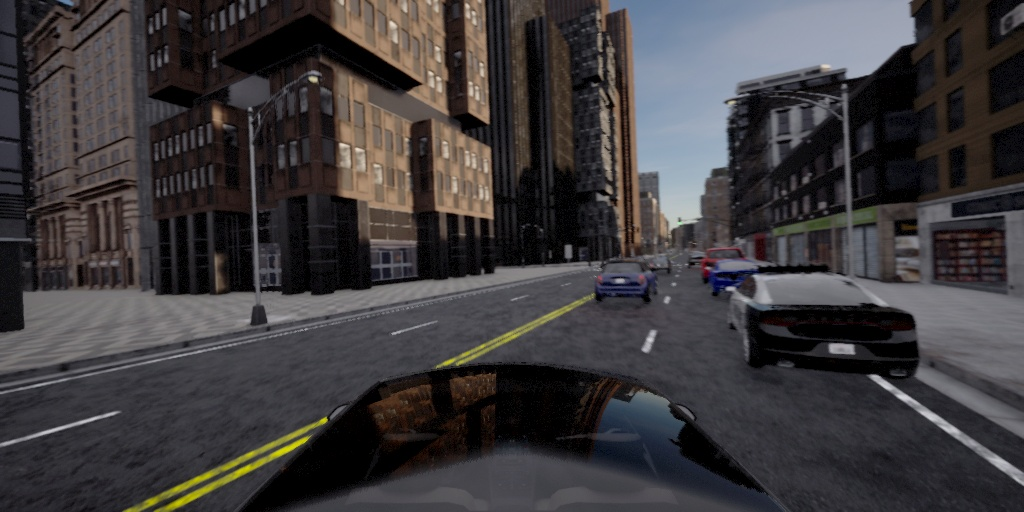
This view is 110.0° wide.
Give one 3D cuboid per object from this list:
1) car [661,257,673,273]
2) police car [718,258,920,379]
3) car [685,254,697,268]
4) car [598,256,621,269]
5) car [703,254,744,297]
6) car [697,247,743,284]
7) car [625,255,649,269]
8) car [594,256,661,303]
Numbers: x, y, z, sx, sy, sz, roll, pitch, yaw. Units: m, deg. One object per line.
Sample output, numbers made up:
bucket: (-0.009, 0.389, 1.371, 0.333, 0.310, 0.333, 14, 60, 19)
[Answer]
car: (13.887, 0.815, 33.546, 2.033, 1.411, 5.357, -2, 0, 26)
police car: (5.451, 0.973, 7.028, 1.930, 1.638, 5.238, -2, 0, 26)
car: (20.384, 0.536, 39.601, 1.837, 1.490, 4.892, -2, 0, 26)
car: (12.596, 0.848, 45.959, 1.837, 1.490, 4.892, -2, -1, 27)
car: (9.814, 0.872, 15.903, 1.882, 1.535, 5.008, -2, 0, 26)
car: (12.463, 0.526, 21.314, 2.150, 2.045, 5.566, -2, 0, 26)
car: (15.635, 0.715, 44.774, 2.128, 1.511, 4.902, -2, 0, 27)
car: (5.034, 0.928, 15.532, 2.097, 1.767, 4.553, -2, 0, 26)
